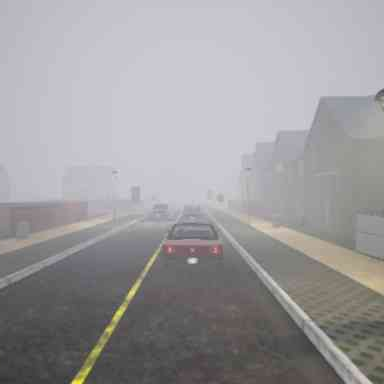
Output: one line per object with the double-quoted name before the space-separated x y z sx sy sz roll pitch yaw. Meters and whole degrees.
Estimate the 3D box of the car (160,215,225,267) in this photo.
"car" 0.042 1.711 11.784 1.895 1.301 4.718 0 -1 1

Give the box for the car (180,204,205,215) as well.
"car" 0.047 1.741 26.961 2.128 1.511 4.902 0 -1 1

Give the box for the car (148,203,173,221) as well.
"car" -2.792 1.786 30.193 1.837 1.490 4.892 0 -1 1
